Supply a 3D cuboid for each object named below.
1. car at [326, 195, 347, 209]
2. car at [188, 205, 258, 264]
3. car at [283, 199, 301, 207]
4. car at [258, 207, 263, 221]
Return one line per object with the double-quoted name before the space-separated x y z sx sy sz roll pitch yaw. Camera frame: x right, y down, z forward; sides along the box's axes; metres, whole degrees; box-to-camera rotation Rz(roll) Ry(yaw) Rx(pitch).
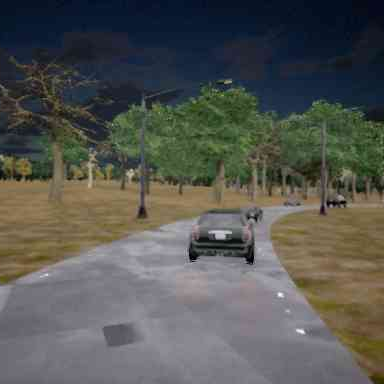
"car" 24.320 1.526 56.006 2.150 2.045 5.566 2 0 40
"car" 1.228 1.378 12.250 2.097 1.767 4.553 0 0 10
"car" 17.161 1.839 56.980 1.994 1.385 4.181 1 0 38
"car" 4.464 1.682 26.131 1.895 1.301 4.718 1 0 19
